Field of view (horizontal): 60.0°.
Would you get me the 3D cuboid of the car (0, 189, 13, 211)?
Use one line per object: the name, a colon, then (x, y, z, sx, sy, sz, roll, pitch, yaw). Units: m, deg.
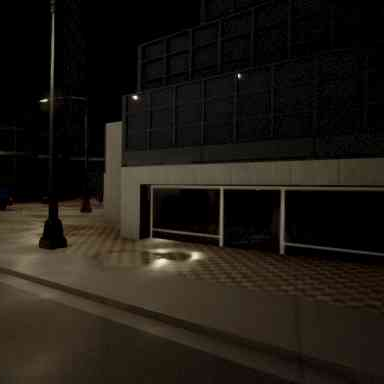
car: (-19.345, 0.744, 30.171, 2.150, 2.045, 5.566, 1, 1, 36)
